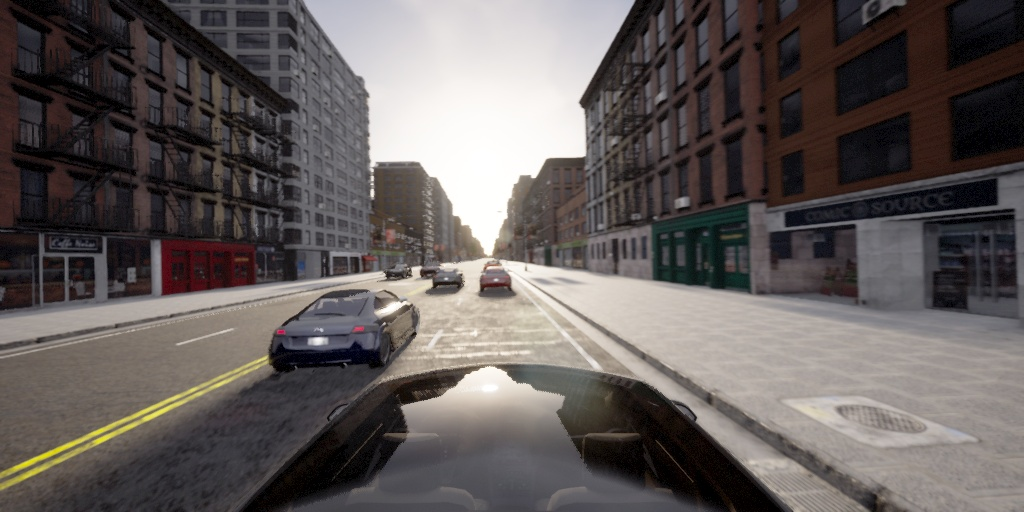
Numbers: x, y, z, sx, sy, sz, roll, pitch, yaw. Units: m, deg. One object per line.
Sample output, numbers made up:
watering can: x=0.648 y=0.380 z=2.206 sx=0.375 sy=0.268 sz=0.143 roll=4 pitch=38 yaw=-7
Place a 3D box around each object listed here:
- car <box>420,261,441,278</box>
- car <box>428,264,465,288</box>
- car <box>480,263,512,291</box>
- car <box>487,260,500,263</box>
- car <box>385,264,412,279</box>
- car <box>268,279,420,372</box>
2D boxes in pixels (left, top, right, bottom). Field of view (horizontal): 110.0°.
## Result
car: x=-8.728 y=1.407 z=39.324 sx=2.097 sy=1.767 sz=4.553 roll=-1 pitch=0 yaw=-3
car: x=-4.444 y=1.478 z=25.548 sx=1.994 sy=1.385 sz=4.181 roll=-1 pitch=0 yaw=-3
car: x=-1.052 y=1.384 z=23.037 sx=1.994 sy=1.385 sz=4.181 roll=-1 pitch=0 yaw=-3
car: x=-2.116 y=1.239 z=40.589 sx=2.097 sy=1.767 sz=4.553 roll=-1 pitch=0 yaw=-3
car: x=-11.896 y=1.614 z=37.912 sx=1.882 sy=1.535 sz=5.008 roll=-1 pitch=0 yaw=-3
car: x=-3.392 y=1.414 z=8.050 sx=1.994 sy=1.385 sz=4.181 roll=-1 pitch=0 yaw=-3
